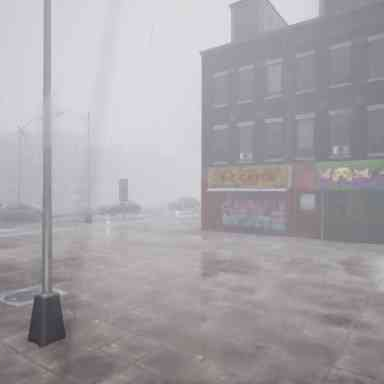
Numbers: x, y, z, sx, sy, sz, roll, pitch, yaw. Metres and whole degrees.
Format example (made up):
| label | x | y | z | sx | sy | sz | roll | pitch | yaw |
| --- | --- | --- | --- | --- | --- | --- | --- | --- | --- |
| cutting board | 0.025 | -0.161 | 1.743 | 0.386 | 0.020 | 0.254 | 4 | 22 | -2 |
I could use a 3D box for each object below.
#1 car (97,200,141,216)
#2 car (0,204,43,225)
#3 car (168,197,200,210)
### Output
| label | x | y | z | sx | sy | sz | roll | pitch | yaw |
| --- | --- | --- | --- | --- | --- | --- | --- | --- | --- |
| car | -6.867 | 1.439 | 31.784 | 1.812 | 1.442 | 4.674 | 0 | 0 | 35 |
| car | -12.736 | 1.515 | 23.470 | 1.994 | 1.385 | 4.181 | 0 | 0 | 36 |
| car | -0.912 | 1.381 | 40.200 | 1.837 | 1.490 | 4.892 | 0 | 0 | 36 |
